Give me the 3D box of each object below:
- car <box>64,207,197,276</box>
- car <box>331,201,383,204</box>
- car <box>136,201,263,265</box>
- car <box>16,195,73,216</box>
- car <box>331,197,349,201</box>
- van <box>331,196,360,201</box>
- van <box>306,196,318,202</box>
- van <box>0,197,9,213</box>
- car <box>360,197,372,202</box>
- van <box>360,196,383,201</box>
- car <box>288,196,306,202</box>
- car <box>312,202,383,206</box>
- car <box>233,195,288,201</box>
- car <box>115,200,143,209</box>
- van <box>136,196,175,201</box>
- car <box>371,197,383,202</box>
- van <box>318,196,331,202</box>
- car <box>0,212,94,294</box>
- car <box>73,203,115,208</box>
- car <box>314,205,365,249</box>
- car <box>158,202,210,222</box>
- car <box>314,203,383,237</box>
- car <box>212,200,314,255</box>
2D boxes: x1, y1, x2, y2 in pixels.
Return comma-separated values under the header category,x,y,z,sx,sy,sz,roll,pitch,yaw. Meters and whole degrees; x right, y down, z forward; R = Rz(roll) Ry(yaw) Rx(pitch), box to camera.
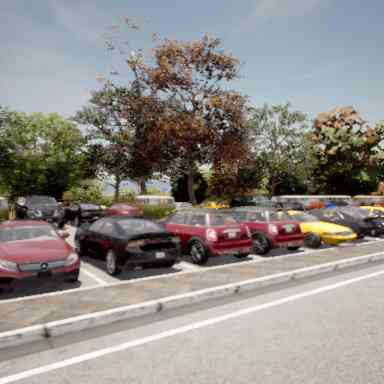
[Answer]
category,x,y,z,sx,sy,sz,roll,pitch,yaw
car,-2.237,1.479,10.617,2.097,1.535,5.008,0,0,-35
car,11.445,1.574,20.119,1.946,1.575,5.366,0,0,-35
car,0.042,1.370,12.205,2.185,1.767,4.553,0,0,-35
car,-9.792,1.227,21.266,2.435,2.045,5.566,0,0,-35
car,15.128,1.657,39.015,2.097,1.535,5.008,0,0,-35
van,17.465,1.451,40.537,1.878,1.987,4.442,1,0,-36
van,10.683,1.399,35.707,1.878,1.987,4.442,0,0,-35
van,-12.135,1.236,19.779,1.878,1.987,4.442,0,0,-35
car,19.628,1.728,42.242,2.163,1.488,4.792,1,0,-35
van,23.989,1.534,45.449,1.878,1.987,4.442,1,-1,-35
car,8.375,1.357,34.176,2.435,2.045,5.566,0,0,-35
car,9.072,1.562,18.667,2.231,1.521,4.892,0,0,-35
car,6.116,1.341,32.571,2.435,2.045,5.566,0,0,-35
car,-5.191,1.551,24.568,2.002,1.452,4.674,0,0,-35
van,-3.103,1.301,26.197,1.878,1.987,4.442,0,0,-35
car,21.779,1.755,43.771,2.163,1.488,4.792,1,-1,-35
van,12.806,1.415,37.502,1.878,1.987,4.442,0,0,-35
car,-4.504,1.503,9.016,2.002,1.452,4.674,0,0,-35
car,-7.447,1.495,22.960,2.097,1.535,5.008,0,0,-35
car,4.657,1.525,15.295,1.946,1.575,5.366,0,0,-35
car,-0.780,1.583,27.708,2.002,1.452,4.674,0,0,-35
car,6.816,1.546,17.049,2.231,1.521,4.892,0,0,-35
car,2.305,1.386,13.813,2.185,1.767,4.553,0,0,-35
